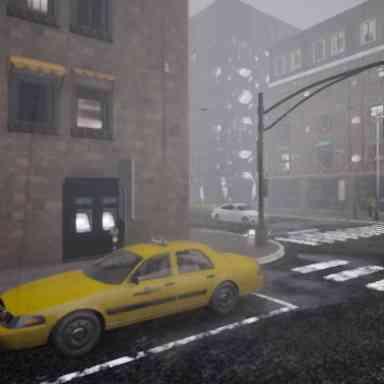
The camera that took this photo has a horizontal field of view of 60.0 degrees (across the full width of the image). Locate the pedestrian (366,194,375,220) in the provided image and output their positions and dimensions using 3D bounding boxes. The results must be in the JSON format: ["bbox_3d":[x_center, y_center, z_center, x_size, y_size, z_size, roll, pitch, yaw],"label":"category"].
[{"bbox_3d":[13.103,1.097,24.429,0.375,1.860,0.375,0,0,-36],"label":"pedestrian"}]

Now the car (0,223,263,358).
[{"bbox_3d":[-0.823,1.528,5.980,4.829,1.417,1.752,0,0,-35],"label":"car"}]

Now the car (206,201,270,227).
[{"bbox_3d":[3.264,1.527,23.129,1.812,1.442,4.674,0,0,-34],"label":"car"}]

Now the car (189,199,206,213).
[{"bbox_3d":[0.954,1.475,36.186,1.752,1.417,4.829,0,0,-36],"label":"car"}]
